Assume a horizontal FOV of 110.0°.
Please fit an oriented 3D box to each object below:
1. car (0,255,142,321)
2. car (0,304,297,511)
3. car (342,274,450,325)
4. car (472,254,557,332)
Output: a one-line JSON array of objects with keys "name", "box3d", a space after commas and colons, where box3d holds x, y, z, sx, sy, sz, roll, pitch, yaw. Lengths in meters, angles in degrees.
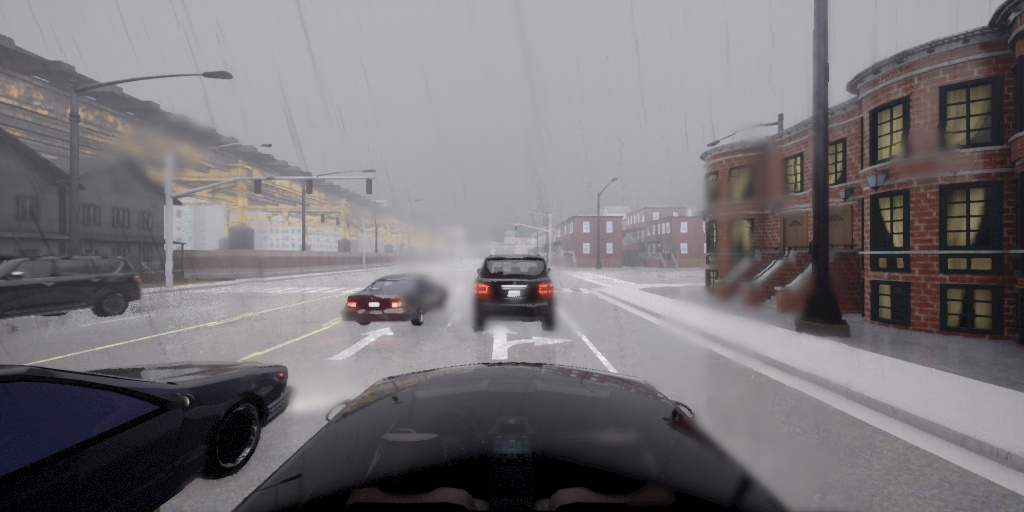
[{"name": "car", "box3d": [-14.072, 0.974, 10.212, 2.150, 2.045, 5.566, 0, 0, 0]}, {"name": "car", "box3d": [-3.388, 1.297, 1.656, 2.033, 1.411, 5.357, 0, 0, -1]}, {"name": "car", "box3d": [-3.441, 1.297, 11.728, 2.033, 1.411, 5.357, 0, 0, 2]}, {"name": "car", "box3d": [0.084, 0.971, 11.046, 2.150, 2.045, 5.566, 0, 0, 0]}]
